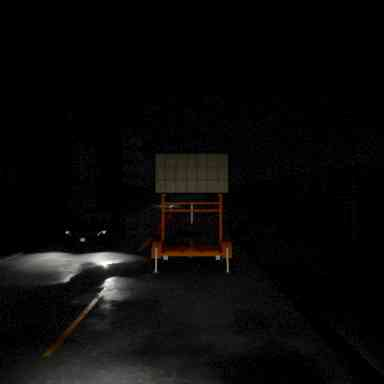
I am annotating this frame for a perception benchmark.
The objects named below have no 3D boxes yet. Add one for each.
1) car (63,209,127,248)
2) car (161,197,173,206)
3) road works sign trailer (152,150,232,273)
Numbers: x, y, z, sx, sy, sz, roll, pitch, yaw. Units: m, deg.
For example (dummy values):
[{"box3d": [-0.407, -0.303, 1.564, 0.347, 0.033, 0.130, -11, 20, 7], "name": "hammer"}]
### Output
[{"box3d": [-4.105, 1.526, 14.817, 1.812, 1.442, 4.674, 0, 0, 0], "name": "car"}, {"box3d": [-4.112, 1.547, 55.887, 2.033, 1.411, 5.357, 0, 0, 0], "name": "car"}, {"box3d": [-0.004, 0.464, 10.652, 2.380, 3.560, 2.880, 0, 0, 0], "name": "road works sign trailer"}]
